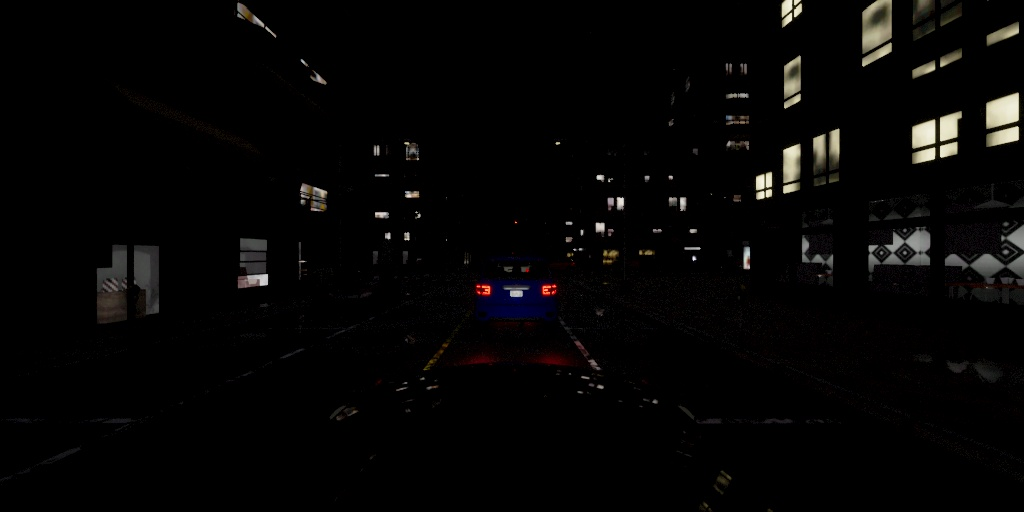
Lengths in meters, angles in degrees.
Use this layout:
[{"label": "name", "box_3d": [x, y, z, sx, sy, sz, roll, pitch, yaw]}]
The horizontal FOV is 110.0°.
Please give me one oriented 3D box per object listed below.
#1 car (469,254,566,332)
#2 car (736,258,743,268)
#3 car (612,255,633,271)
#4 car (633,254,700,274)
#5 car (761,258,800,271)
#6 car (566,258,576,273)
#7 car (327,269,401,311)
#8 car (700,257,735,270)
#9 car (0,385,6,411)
[{"label": "car", "box_3d": [0.106, 0.971, 11.021, 2.150, 2.045, 5.566, 0, 0, 0]}, {"label": "car", "box_3d": [25.702, 0.824, 42.859, 4.207, 1.307, 1.802, 0, 0, 0]}, {"label": "car", "box_3d": [14.610, 0.764, 42.771, 5.009, 1.841, 2.192, 0, 0, 0]}, {"label": "car", "box_3d": [14.738, 0.778, 34.392, 5.009, 1.841, 2.192, 0, 0, 0]}, {"label": "car", "box_3d": [25.831, 0.822, 34.479, 4.313, 1.339, 1.948, 0, 0, 0]}, {"label": "car", "box_3d": [4.761, 0.988, 40.103, 4.553, 1.767, 2.097, -1, 0, 0]}, {"label": "car", "box_3d": [-5.729, 1.332, 14.429, 1.802, 1.307, 4.207, 0, 0, 0]}, {"label": "car", "box_3d": [21.811, 0.921, 40.236, 4.718, 1.301, 1.895, -1, 0, 0]}, {"label": "car", "box_3d": [-5.690, 1.300, 1.512, 2.007, 1.370, 4.403, 0, 0, 0]}]
